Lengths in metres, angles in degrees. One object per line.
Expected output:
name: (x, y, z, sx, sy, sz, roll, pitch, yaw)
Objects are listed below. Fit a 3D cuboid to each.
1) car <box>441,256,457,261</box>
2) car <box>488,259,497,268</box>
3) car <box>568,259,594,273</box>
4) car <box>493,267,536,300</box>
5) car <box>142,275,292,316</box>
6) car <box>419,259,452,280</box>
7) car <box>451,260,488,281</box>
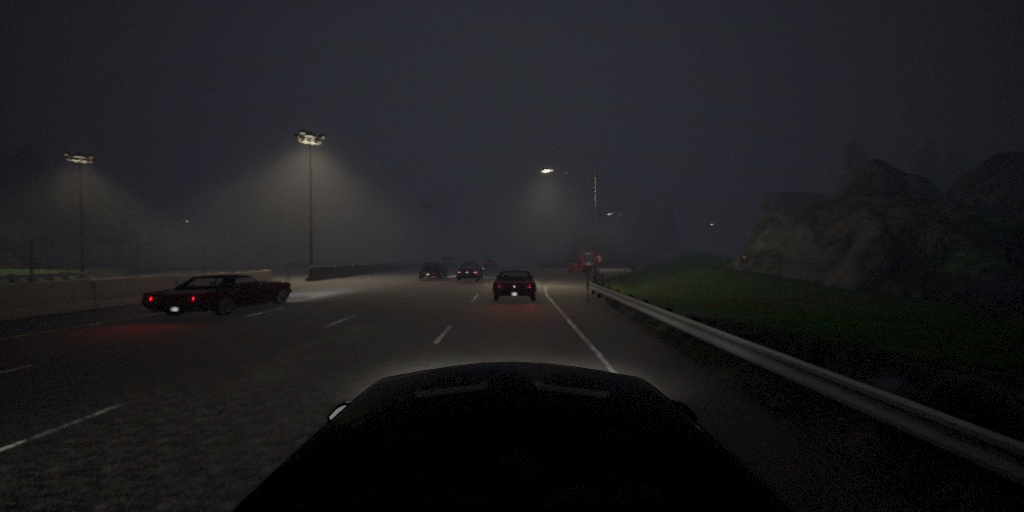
car: (-10.410, 1.014, 59.237, 2.150, 2.045, 5.566, 0, 0, 0)
car: (-3.409, 1.282, 56.330, 1.837, 1.490, 4.892, 0, 0, 0)
car: (8.666, 1.094, 43.856, 2.097, 1.767, 4.553, 0, 1, 34)
car: (0.178, 1.339, 17.627, 1.895, 1.301, 4.718, 0, 0, 2)
car: (-10.401, 1.345, 13.270, 1.895, 1.301, 4.718, 0, 0, 0)
car: (-6.909, 1.257, 31.900, 1.837, 1.490, 4.892, 0, 0, 0)
car: (-3.404, 1.290, 29.737, 2.033, 1.411, 5.357, 0, 0, 0)
